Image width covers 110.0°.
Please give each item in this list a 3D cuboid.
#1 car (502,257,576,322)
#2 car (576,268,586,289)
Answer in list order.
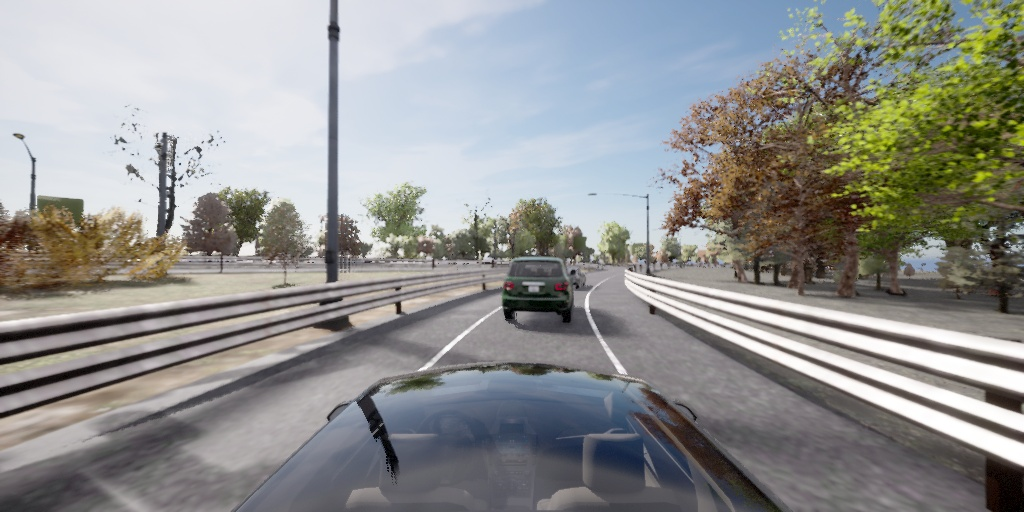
[{"bbox_3d":[1.098,1.073,12.972,2.150,2.045,5.566,0,-1,10],"label":"car"},{"bbox_3d":[4.266,1.568,26.256,2.033,1.411,5.357,0,-1,19],"label":"car"}]
